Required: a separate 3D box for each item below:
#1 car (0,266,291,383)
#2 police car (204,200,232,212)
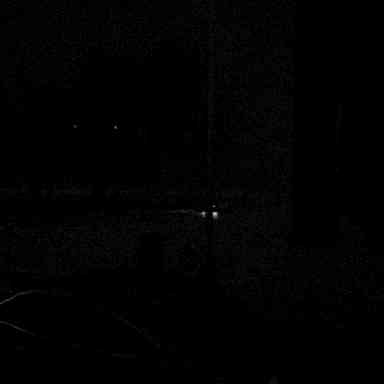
[{"bbox_3d":[-1.104,1.546,3.745,4.313,1.339,1.947,0,1,36],"label":"car"},{"bbox_3d":[3.462,1.886,45.367,2.038,1.542,4.974,1,0,36],"label":"police car"}]
